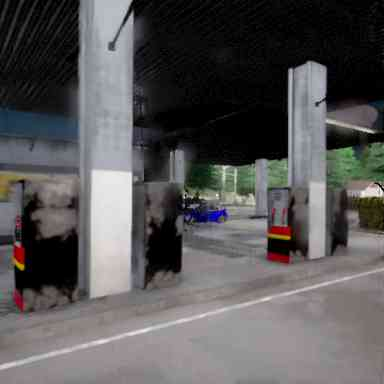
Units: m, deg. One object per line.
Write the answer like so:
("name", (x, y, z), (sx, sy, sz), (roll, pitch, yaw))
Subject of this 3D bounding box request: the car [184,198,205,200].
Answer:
("car", (0.751, 1.528, 32.544), (3.866, 1.878, 1.905), (1, 0, -36))

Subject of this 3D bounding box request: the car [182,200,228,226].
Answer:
("car", (0.546, 1.648, 25.413), (4.611, 1.667, 2.242), (1, 0, -36))
